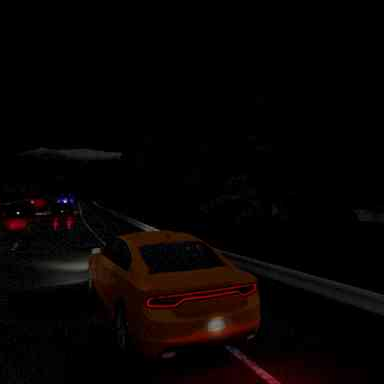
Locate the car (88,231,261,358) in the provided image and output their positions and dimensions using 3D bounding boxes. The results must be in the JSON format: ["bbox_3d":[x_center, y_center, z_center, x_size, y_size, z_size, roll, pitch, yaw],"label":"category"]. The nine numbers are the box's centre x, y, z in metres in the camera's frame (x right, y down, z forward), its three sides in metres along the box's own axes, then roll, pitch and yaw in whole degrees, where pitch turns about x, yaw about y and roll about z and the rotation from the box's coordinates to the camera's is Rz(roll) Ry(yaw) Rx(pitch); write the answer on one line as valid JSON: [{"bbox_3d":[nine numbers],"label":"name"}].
[{"bbox_3d":[-0.746,1.478,6.315,1.882,1.535,5.008,0,0,-25],"label":"car"}]

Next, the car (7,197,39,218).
[{"bbox_3d":[-15.348,1.505,30.064,1.837,1.490,4.892,0,0,-20],"label":"car"}]

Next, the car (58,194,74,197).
[{"bbox_3d":[-15.668,1.221,41.357,2.150,2.045,5.566,0,0,-19],"label":"car"}]

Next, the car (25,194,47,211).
[{"bbox_3d":[-18.825,1.221,39.943,2.150,2.045,5.566,0,0,-19],"label":"car"}]

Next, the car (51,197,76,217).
[{"bbox_3d":[-12.183,1.492,31.479,2.128,1.511,4.902,0,0,-19],"label":"car"}]
